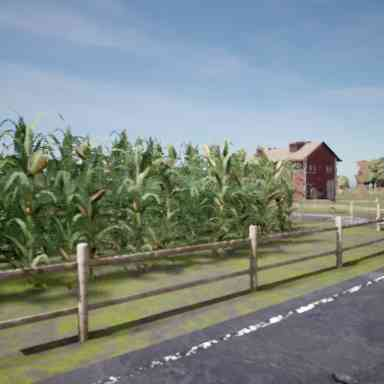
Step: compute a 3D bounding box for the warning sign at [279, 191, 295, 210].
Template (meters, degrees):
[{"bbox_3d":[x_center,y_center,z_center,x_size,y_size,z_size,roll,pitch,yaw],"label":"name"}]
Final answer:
[{"bbox_3d":[9.823,0.845,34.391,1.300,1.860,1.060,-1,1,-38],"label":"warning sign"}]
